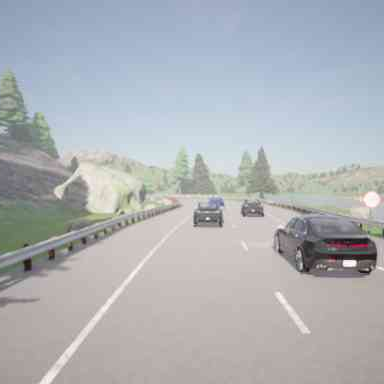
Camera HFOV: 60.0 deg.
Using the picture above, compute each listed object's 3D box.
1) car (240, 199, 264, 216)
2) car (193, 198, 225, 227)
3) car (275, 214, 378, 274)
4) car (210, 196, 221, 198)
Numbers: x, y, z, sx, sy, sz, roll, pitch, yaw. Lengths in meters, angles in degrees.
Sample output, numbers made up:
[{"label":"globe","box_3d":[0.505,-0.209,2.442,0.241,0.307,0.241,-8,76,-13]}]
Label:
[{"label":"car","box_3d":[5.445,1.352,30.370,2.128,1.511,4.902,0,0,6]},{"label":"car","box_3d":[1.128,1.385,22.202,2.128,1.511,4.902,0,0,5]},{"label":"car","box_3d":[3.891,1.459,10.420,1.837,1.490,4.892,0,0,2]},{"label":"car","box_3d":[2.973,1.281,41.360,1.882,1.535,5.008,0,0,4]}]
